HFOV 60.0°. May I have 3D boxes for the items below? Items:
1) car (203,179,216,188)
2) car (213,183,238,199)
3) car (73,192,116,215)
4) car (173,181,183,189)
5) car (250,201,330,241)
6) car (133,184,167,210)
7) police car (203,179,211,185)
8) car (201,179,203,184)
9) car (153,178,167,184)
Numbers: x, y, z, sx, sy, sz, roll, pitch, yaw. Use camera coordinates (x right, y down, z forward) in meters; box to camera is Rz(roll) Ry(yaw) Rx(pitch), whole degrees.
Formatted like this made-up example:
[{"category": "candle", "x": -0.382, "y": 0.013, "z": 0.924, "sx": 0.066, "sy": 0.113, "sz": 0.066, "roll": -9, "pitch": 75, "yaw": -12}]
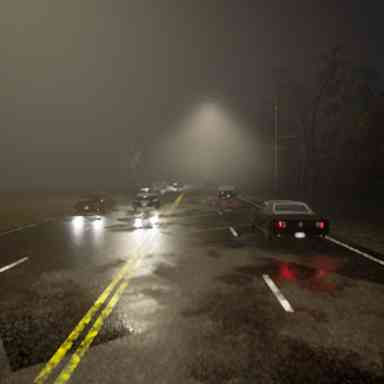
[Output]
[{"category": "car", "x": 3.751, "y": -1.693, "z": 65.909, "sx": 2.097, "sy": 1.767, "sz": 4.553, "roll": -1, "pitch": 2, "yaw": 0}, {"category": "car", "x": 3.627, "y": -0.012, "z": 35.285, "sx": 1.895, "sy": 1.301, "sz": 4.718, "roll": -1, "pitch": 3, "yaw": 0}, {"category": "car", "x": -6.439, "y": 0.691, "z": 22.309, "sx": 1.994, "sy": 1.385, "sz": 4.181, "roll": -1, "pitch": 3, "yaw": 1}, {"category": "car", "x": -2.752, "y": -1.387, "z": 65.911, "sx": 2.033, "sy": 1.411, "sz": 5.357, "roll": -1, "pitch": 3, "yaw": 1}, {"category": "car", "x": 3.463, "y": 0.982, "z": 12.820, "sx": 1.895, "sy": 1.301, "sz": 4.718, "roll": 0, "pitch": 3, "yaw": 0}, {"category": "car", "x": -3.171, "y": 0.461, "z": 24.748, "sx": 2.128, "sy": 1.511, "sz": 4.902, "roll": -1, "pitch": 3, "yaw": 1}, {"category": "police car", "x": 3.931, "y": -2.680, "z": 88.016, "sx": 1.930, "sy": 1.638, "sz": 5.238, "roll": -1, "pitch": 3, "yaw": 0}, {"category": "car", "x": 3.857, "y": -2.154, "z": 76.924, "sx": 2.033, "sy": 1.649, "sz": 4.856, "roll": 0, "pitch": 3, "yaw": 0}, {"category": "car", "x": -6.046, "y": -1.544, "z": 63.352, "sx": 2.150, "sy": 2.045, "sz": 5.566, "roll": -1, "pitch": 3, "yaw": 1}]
